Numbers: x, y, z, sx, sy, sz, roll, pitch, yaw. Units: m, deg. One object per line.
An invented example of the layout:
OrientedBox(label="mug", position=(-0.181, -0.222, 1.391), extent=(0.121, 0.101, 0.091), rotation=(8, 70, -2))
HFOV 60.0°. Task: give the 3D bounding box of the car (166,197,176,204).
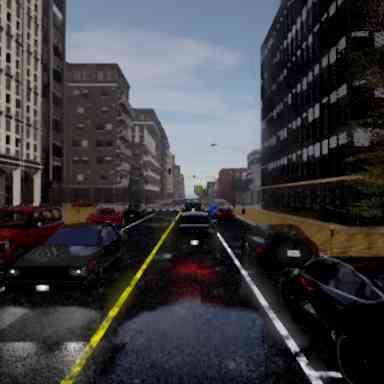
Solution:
OrientedBox(label="car", position=(-5.689, 2.316, 83.706), extent=(1.752, 1.417, 4.829), rotation=(0, -1, 0))

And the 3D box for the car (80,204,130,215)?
OrientedBox(label="car", position=(-5.687, 1.741, 22.202), extent=(1.887, 1.381, 4.507), rotation=(0, -1, 0))

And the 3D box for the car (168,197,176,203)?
OrientedBox(label="car", position=(-5.688, 2.223, 94.956), extent=(2.192, 1.841, 5.009), rotation=(0, -1, 0))

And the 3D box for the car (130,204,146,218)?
OrientedBox(label="car", position=(-5.687, 1.865, 33.578), extent=(1.947, 1.339, 4.313), rotation=(0, -1, 0))

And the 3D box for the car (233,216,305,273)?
OrientedBox(label="car", position=(2.661, 1.660, 10.798), extent=(1.947, 1.339, 4.313), rotation=(0, -1, 0))

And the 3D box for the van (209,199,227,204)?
OrientedBox(label="van", position=(2.661, 1.640, 33.555), extent=(1.690, 1.788, 3.998), rotation=(0, -1, 0))

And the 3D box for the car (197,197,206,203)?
OrientedBox(label="car", position=(2.693, 2.223, 94.957), extent=(2.192, 1.841, 5.009), rotation=(0, -1, 0))

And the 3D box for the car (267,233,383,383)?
OrientedBox(label="car", position=(2.661, 1.611, 5.108), extent=(1.947, 1.339, 4.313), rotation=(0, 0, 0))

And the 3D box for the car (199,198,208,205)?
OrientedBox(label="car", position=(2.692, 2.262, 78.508), extent=(1.752, 1.417, 4.829), rotation=(0, -1, 0))

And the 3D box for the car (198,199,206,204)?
OrientedBox(label="car", position=(2.692, 2.431, 89.415), extent=(1.802, 1.307, 4.206), rotation=(0, -1, 0))

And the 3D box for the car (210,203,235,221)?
OrientedBox(label="car", position=(2.660, 1.829, 27.864), extent=(1.802, 1.307, 4.206), rotation=(0, -1, 0))

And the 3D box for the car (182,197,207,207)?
OrientedBox(label="car", position=(0.099, 1.638, 32.075), extent=(2.097, 1.767, 4.553), rotation=(0, 0, 0))

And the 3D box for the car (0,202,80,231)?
OrientedBox(label="car", position=(-5.685, 1.410, 10.826), extent=(2.192, 1.841, 5.009), rotation=(0, 0, 0))

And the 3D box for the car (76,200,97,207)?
OrientedBox(label="car", position=(-17.466, 2.019, 54.363), extent=(4.206, 1.307, 1.802), rotation=(0, -1, 0))

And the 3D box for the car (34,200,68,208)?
OrientedBox(label="car", position=(-22.959, 1.952, 54.351), extent=(4.829, 1.417, 1.752), rotation=(0, -1, 0))

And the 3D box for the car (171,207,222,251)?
OrientedBox(label="car", position=(0.099, 1.637, 14.855), extent=(1.837, 1.490, 4.892), rotation=(0, 0, 0))

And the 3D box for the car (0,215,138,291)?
OrientedBox(label="car", position=(-3.099, 1.631, 9.565), extent=(2.033, 1.411, 5.357), rotation=(0, -1, 0))
